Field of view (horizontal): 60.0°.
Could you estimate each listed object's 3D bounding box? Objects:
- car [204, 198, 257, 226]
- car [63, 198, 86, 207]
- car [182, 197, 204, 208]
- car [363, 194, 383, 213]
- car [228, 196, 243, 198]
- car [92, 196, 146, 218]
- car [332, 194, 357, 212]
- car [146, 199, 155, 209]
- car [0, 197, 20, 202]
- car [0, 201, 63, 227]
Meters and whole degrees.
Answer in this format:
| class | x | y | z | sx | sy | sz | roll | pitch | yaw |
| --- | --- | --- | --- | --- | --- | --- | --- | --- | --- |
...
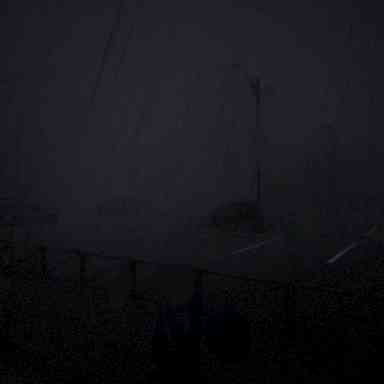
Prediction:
| class | x | y | z | sx | sy | sz | roll | pitch | yaw |
| --- | --- | --- | --- | --- | --- | --- | --- | --- | --- |
| car | 3.034 | 1.402 | 22.620 | 2.007 | 1.523 | 4.514 | -1 | 0 | 35 |
| car | -20.256 | 1.785 | 56.148 | 2.128 | 1.511 | 4.902 | -1 | 0 | 36 |
| car | 0.406 | 1.492 | 46.211 | 1.970 | 1.475 | 3.806 | -1 | 0 | 35 |
| car | 18.908 | 1.138 | 34.076 | 1.932 | 1.855 | 4.605 | -1 | 0 | 35 |
| car | 5.837 | 1.350 | 42.780 | 2.152 | 1.636 | 5.027 | -1 | 0 | 35 |
| car | -6.741 | 1.325 | 30.377 | 1.932 | 1.855 | 4.605 | -1 | 0 | 35 |
| car | 16.296 | 1.146 | 35.412 | 1.905 | 1.878 | 3.866 | -1 | 0 | 35 |
| car | -6.648 | 1.595 | 42.558 | 2.007 | 1.523 | 4.514 | -1 | 0 | 35 |
| car | -13.959 | 1.337 | 25.838 | 1.905 | 1.878 | 3.866 | -1 | 0 | 35 |
| car | -11.591 | 1.588 | 23.422 | 1.970 | 1.475 | 3.806 | -1 | 0 | 35 |
